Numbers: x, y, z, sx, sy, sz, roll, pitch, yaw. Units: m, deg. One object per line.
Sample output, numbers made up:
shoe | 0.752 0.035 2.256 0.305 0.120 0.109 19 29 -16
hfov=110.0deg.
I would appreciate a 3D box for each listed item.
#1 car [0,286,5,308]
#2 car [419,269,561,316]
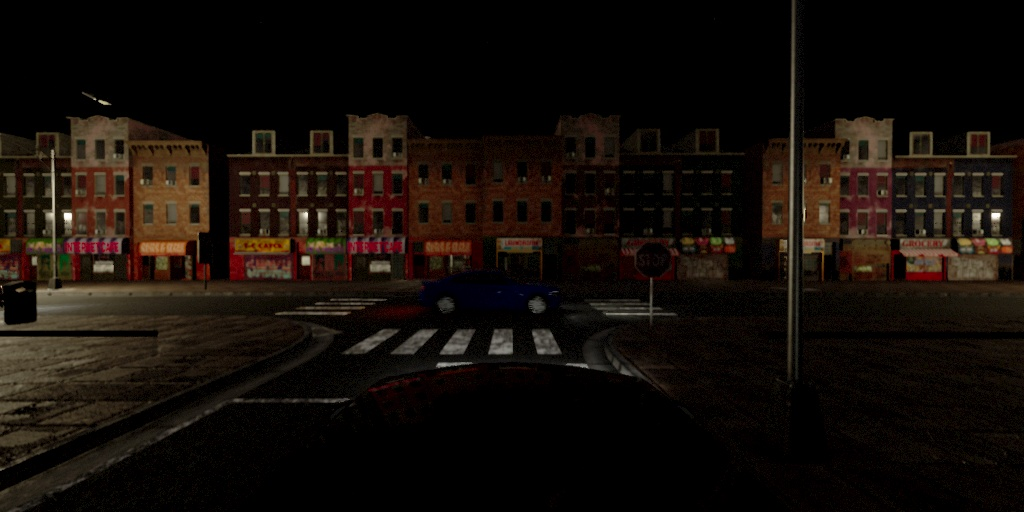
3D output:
car | -21.251 1.277 12.936 4.674 1.442 1.812 0 1 0
car | -0.762 1.217 12.858 5.008 1.535 1.882 0 1 0
